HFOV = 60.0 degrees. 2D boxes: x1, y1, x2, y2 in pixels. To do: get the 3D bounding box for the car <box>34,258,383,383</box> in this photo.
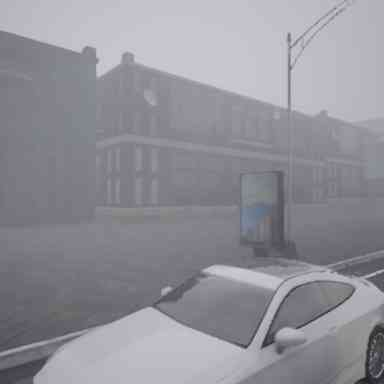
[{"bbox_3d":[0.684,1.594,3.873,4.674,1.442,1.812,1,-1,-40],"label":"car"}]
